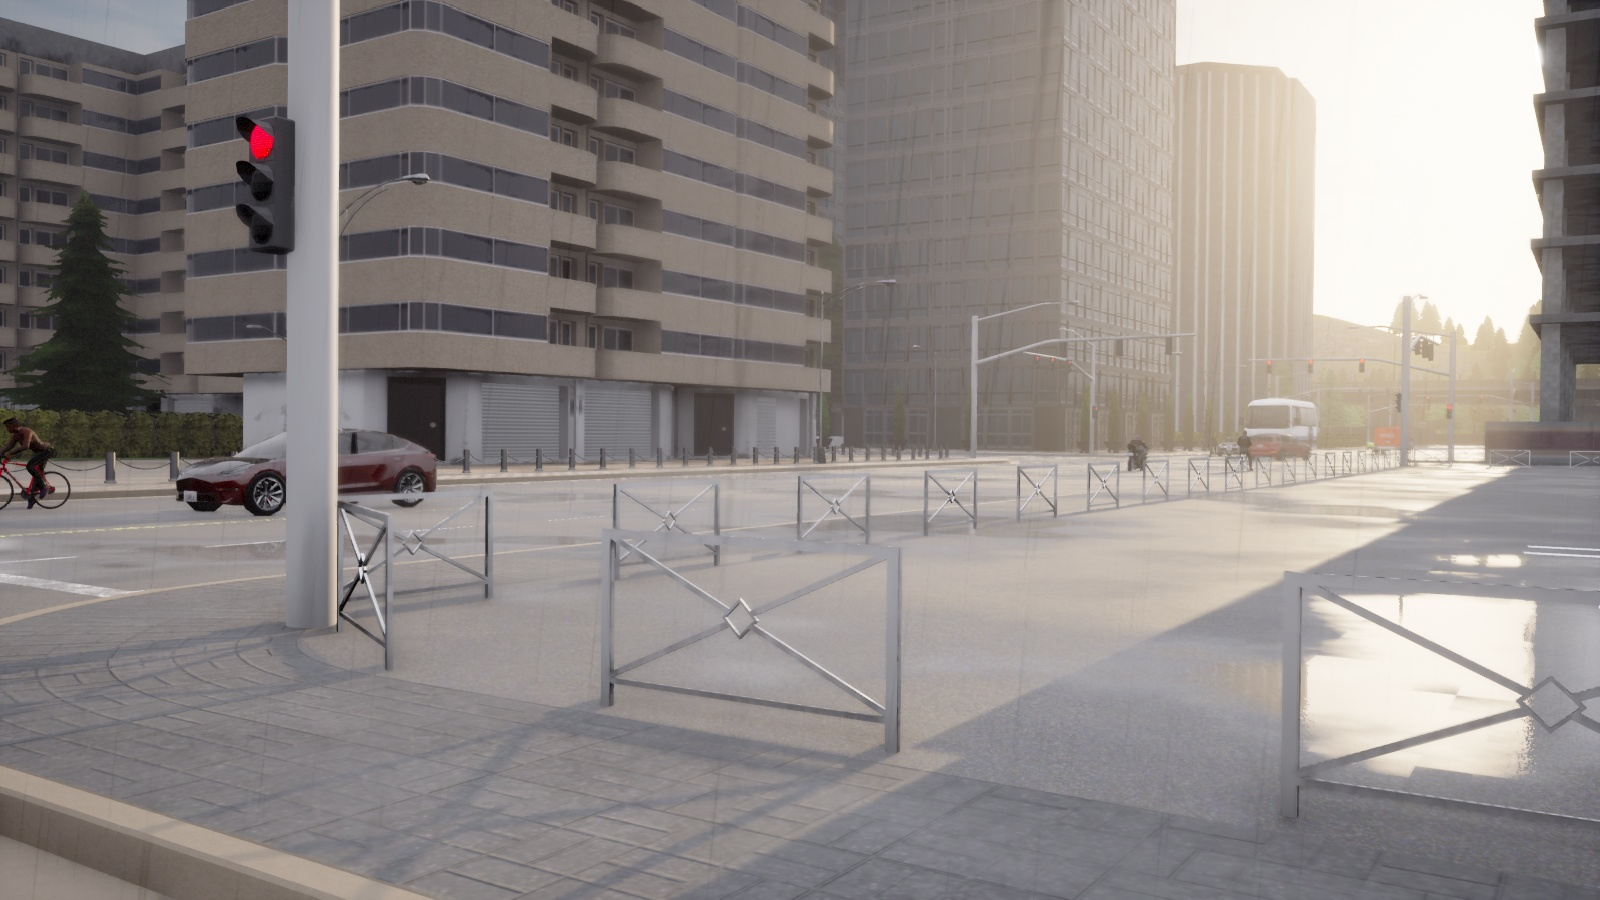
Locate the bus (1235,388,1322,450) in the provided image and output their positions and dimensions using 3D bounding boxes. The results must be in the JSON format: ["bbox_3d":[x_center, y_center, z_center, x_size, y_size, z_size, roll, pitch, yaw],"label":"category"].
[{"bbox_3d":[35.063,-2.215,91.768,3.944,4.253,10.273,0,1,33],"label":"bus"}]

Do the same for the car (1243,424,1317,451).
[{"bbox_3d":[29.885,-0.777,78.124,4.611,1.667,2.242,-1,1,-39],"label":"car"}]

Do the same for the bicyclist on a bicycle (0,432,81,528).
[{"bbox_3d":[-13.599,0.507,21.982,0.582,1.620,1.656,0,1,33],"label":"bicyclist on a bicycle"}]

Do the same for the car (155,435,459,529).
[{"bbox_3d":[-8.837,0.498,22.939,2.163,1.488,4.792,0,1,33],"label":"car"}]

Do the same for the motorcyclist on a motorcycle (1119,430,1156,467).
[{"bbox_3d":[14.096,-0.076,52.387,0.866,1.530,2.191,0,1,33],"label":"motorcyclist on a motorcycle"}]
